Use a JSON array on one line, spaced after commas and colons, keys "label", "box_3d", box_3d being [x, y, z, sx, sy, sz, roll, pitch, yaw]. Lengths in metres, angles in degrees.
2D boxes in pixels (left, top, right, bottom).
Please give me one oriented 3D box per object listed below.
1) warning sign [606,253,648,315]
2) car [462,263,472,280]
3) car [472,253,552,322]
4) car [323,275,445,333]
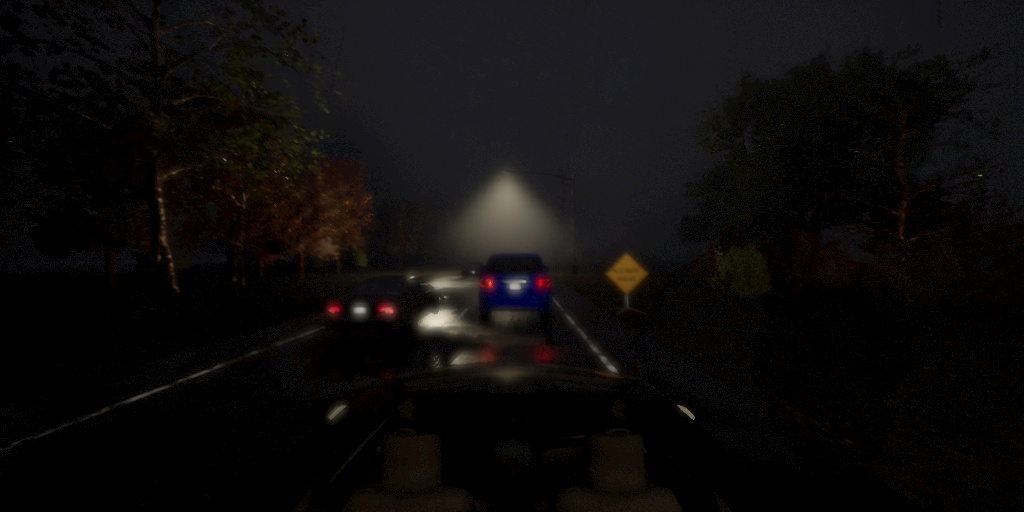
[{"label": "warning sign", "box_3d": [3.605, 0.836, 11.216, 1.300, 1.860, 1.060, 0, 0, 1]}, {"label": "car", "box_3d": [-2.950, 1.222, 30.041, 1.994, 1.385, 4.181, 0, 0, 2]}, {"label": "car", "box_3d": [0.138, 0.934, 12.365, 2.150, 2.045, 5.566, 0, 0, 1]}, {"label": "car", "box_3d": [-3.399, 1.268, 10.621, 2.033, 1.411, 5.357, 0, 0, 1]}]
